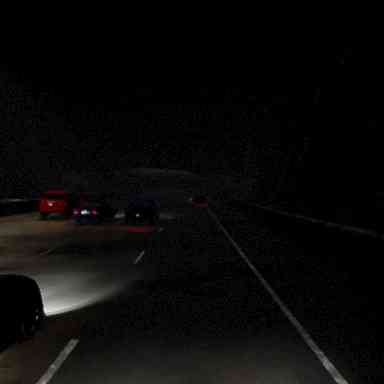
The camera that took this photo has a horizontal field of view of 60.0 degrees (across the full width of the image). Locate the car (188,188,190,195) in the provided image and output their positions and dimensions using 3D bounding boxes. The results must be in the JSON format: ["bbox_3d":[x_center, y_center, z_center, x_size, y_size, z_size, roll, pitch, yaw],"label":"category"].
[{"bbox_3d":[0.019,-0.219,79.779,2.097,1.767,4.553,0,2,0],"label":"car"}]

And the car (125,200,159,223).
[{"bbox_3d":[-3.395,1.271,23.251,1.882,1.535,5.008,0,1,0],"label":"car"}]

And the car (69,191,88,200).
[{"bbox_3d":[-21.005,0.555,61.545,1.812,1.442,4.674,0,2,1],"label":"car"}]

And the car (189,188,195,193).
[{"bbox_3d":[0.022,-0.472,94.856,1.837,1.490,4.892,0,2,0],"label":"car"}]

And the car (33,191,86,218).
[{"bbox_3d":[-10.382,0.963,27.143,2.150,2.045,5.566,0,1,0],"label":"car"}]

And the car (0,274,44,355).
[{"bbox_3d":[-3.399,1.545,3.740,1.994,1.385,4.181,0,0,0],"label":"car"}]

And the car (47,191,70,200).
[{"bbox_3d":[-24.487,0.578,61.385,2.033,1.411,5.357,0,2,0],"label":"car"}]

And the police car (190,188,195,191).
[{"bbox_3d":[1.063,0.413,63.096,1.930,1.638,5.238,0,2,0],"label":"police car"}]

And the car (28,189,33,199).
[{"bbox_3d":[-27.988,0.586,61.633,1.994,1.385,4.181,0,2,0],"label":"car"}]

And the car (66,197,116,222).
[{"bbox_3d":[-6.895,1.332,23.973,2.033,1.411,5.357,0,1,0],"label":"car"}]

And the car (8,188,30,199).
[{"bbox_3d":[-31.488,0.267,61.073,2.150,2.045,5.566,0,2,0],"label":"car"}]

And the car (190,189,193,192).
[{"bbox_3d":[1.062,0.671,56.984,1.812,1.442,4.674,0,1,0],"label":"car"}]

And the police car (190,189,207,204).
[{"bbox_3d":[1.060,0.803,47.085,1.930,1.638,5.238,0,1,0],"label":"police car"}]
